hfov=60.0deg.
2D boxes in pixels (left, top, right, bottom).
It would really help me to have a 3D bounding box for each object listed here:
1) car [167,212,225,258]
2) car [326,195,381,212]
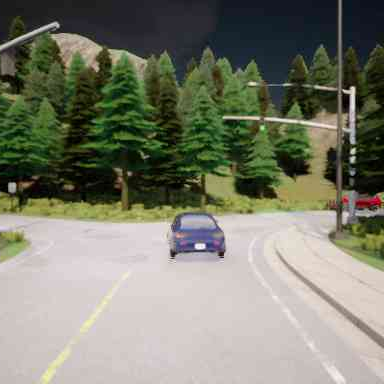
[{"bbox_3d":[0.059,1.461,12.360,1.812,1.442,4.674,0,0,-5],"label":"car"},{"bbox_3d":[16.962,1.042,34.851,5.566,2.045,2.150,0,0,-12],"label":"car"}]
